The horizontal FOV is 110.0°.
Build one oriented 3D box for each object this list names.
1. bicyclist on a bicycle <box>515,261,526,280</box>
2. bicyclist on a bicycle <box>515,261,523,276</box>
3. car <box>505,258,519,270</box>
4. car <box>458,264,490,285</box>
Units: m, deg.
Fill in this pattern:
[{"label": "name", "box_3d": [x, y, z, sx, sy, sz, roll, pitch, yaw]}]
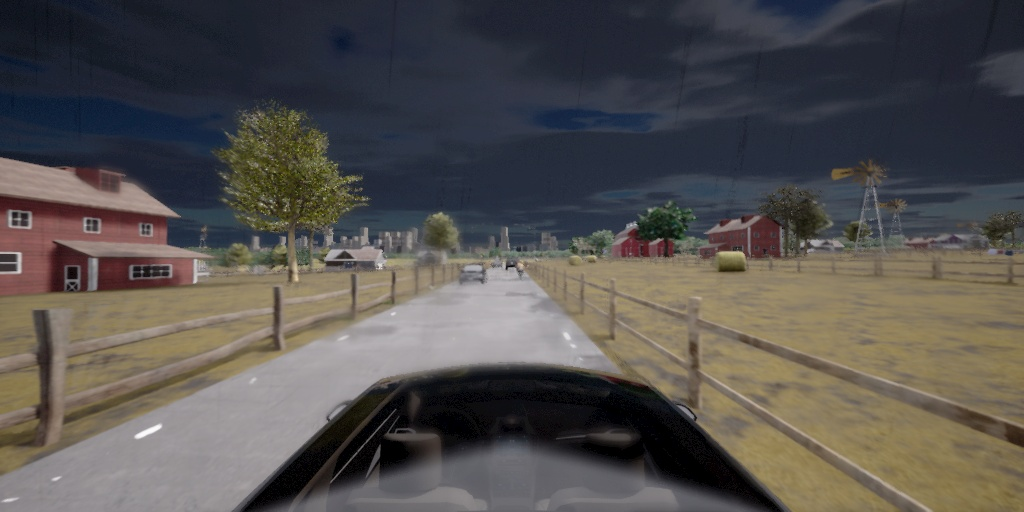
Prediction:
[{"label": "bicyclist on a bicycle", "box_3d": [0.777, 1.291, 30.894, 0.866, 1.612, 1.509, 0, 0, 0]}, {"label": "bicyclist on a bicycle", "box_3d": [0.766, 1.347, 39.328, 0.866, 1.612, 1.509, 0, -1, 0]}, {"label": "car", "box_3d": [0.004, 1.277, 59.371, 2.150, 2.045, 5.566, 0, 0, 0]}, {"label": "car", "box_3d": [-2.846, 1.358, 27.162, 1.812, 1.442, 4.674, 0, 0, 0]}]
